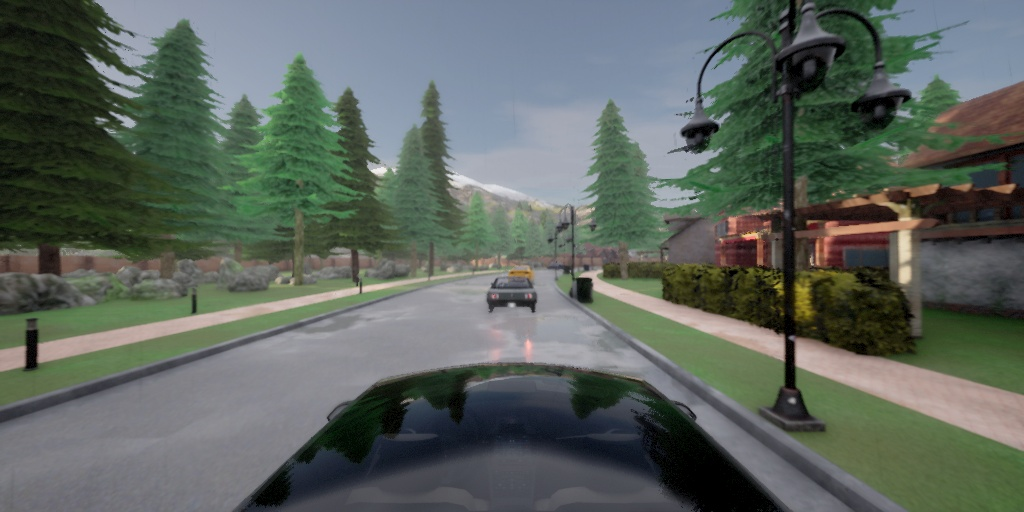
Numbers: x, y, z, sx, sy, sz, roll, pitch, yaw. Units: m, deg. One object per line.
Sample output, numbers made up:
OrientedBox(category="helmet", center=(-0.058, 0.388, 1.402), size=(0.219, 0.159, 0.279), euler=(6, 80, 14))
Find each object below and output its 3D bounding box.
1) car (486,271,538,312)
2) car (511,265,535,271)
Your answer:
OrientedBox(category="car", center=(0.029, 1.498, 15.051), size=(1.895, 1.301, 4.718), euler=(0, -1, 1))
OrientedBox(category="car", center=(0.911, 1.547, 30.815), size=(1.882, 1.535, 5.008), euler=(0, 0, 8))
